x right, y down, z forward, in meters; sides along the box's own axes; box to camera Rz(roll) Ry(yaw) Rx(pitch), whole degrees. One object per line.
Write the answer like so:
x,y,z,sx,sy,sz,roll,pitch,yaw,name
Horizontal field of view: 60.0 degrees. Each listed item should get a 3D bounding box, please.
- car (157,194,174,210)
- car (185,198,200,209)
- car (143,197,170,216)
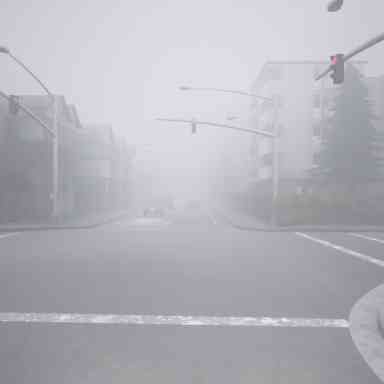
-3.556,1.222,42.964,2.150,2.045,5.566,0,0,0,car
0.119,1.526,45.537,1.812,1.442,4.674,0,0,0,car
-3.581,1.491,32.388,2.128,1.511,4.902,0,0,0,car
